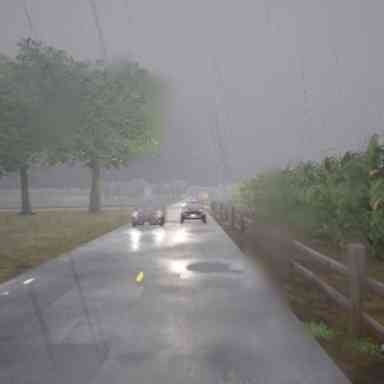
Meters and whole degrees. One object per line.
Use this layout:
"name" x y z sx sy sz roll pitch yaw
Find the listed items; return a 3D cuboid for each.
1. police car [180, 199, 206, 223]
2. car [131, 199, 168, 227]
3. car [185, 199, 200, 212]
"police car" 0.096 1.587 26.656 2.038 1.542 4.974 0 0 0
"car" -2.841 1.407 23.082 2.097 1.767 4.553 0 0 0
"car" 0.059 1.715 43.270 1.801 1.575 5.366 0 -1 0
